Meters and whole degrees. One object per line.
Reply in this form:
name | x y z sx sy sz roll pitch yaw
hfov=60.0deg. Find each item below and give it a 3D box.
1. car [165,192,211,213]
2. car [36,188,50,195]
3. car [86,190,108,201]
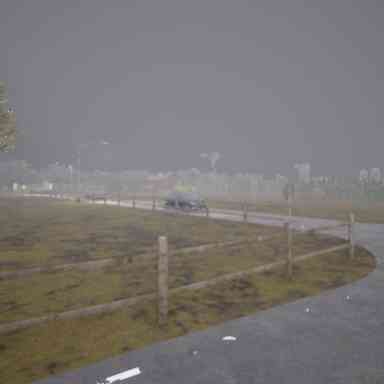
car | -0.363 0.763 28.364 2.097 1.767 4.553 0 1 -36
car | -38.088 -0.188 85.754 2.097 1.767 4.553 0 0 -33
car | -13.401 0.519 46.666 1.837 1.490 4.892 0 0 -35
